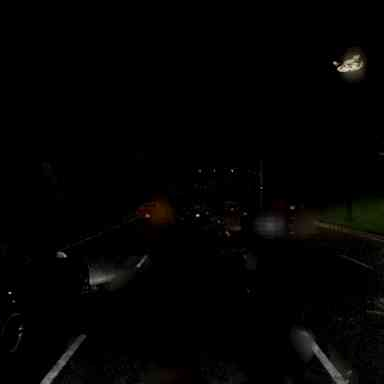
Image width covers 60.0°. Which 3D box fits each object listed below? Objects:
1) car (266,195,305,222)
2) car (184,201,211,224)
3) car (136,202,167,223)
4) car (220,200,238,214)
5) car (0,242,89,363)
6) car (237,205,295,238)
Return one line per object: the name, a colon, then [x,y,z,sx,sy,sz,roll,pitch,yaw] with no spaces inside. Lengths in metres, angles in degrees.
car: [7.453,1.291,27.227,2.150,2.045,5.566,0,0,1]
car: [0.425,1.626,25.362,1.994,1.385,4.181,0,0,1]
car: [-3.069,1.539,25.846,1.882,1.535,5.008,0,0,1]
car: [4.075,1.615,35.910,1.812,1.442,4.674,0,0,1]
car: [-3.332,1.577,5.900,1.994,1.385,4.181,0,0,0]
car: [3.821,1.610,18.009,1.994,1.385,4.181,0,0,1]
